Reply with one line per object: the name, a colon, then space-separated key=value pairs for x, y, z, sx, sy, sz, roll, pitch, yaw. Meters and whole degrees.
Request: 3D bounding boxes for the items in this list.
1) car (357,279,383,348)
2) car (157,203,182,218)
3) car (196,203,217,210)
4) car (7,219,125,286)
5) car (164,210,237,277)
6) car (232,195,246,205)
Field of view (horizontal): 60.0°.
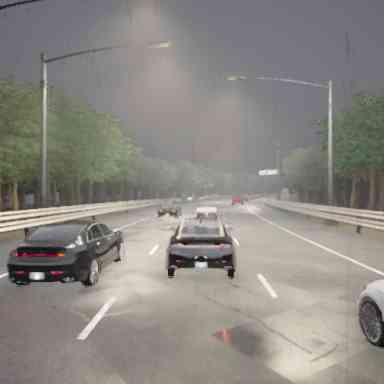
car: x=3.536 y=1.550 z=3.390 sx=1.812 sy=1.442 sz=4.674 roll=0 pitch=0 yaw=1
car: x=-2.057 y=1.754 z=32.232 sx=1.895 sy=1.301 sz=4.718 roll=0 pitch=0 yaw=5
car: x=1.490 y=1.763 z=32.676 sx=1.895 sy=1.301 sz=4.718 roll=0 pitch=0 yaw=5
car: x=-3.246 y=1.546 z=9.506 sx=1.837 sy=1.490 sz=4.892 roll=0 pitch=0 yaw=1
car: x=0.281 y=1.544 z=10.389 sx=2.128 sy=1.511 sz=4.902 roll=0 pitch=0 yaw=2
car: x=9.317 y=1.545 z=67.431 sx=2.150 sy=2.045 sz=5.566 roll=0 pitch=0 yaw=10
